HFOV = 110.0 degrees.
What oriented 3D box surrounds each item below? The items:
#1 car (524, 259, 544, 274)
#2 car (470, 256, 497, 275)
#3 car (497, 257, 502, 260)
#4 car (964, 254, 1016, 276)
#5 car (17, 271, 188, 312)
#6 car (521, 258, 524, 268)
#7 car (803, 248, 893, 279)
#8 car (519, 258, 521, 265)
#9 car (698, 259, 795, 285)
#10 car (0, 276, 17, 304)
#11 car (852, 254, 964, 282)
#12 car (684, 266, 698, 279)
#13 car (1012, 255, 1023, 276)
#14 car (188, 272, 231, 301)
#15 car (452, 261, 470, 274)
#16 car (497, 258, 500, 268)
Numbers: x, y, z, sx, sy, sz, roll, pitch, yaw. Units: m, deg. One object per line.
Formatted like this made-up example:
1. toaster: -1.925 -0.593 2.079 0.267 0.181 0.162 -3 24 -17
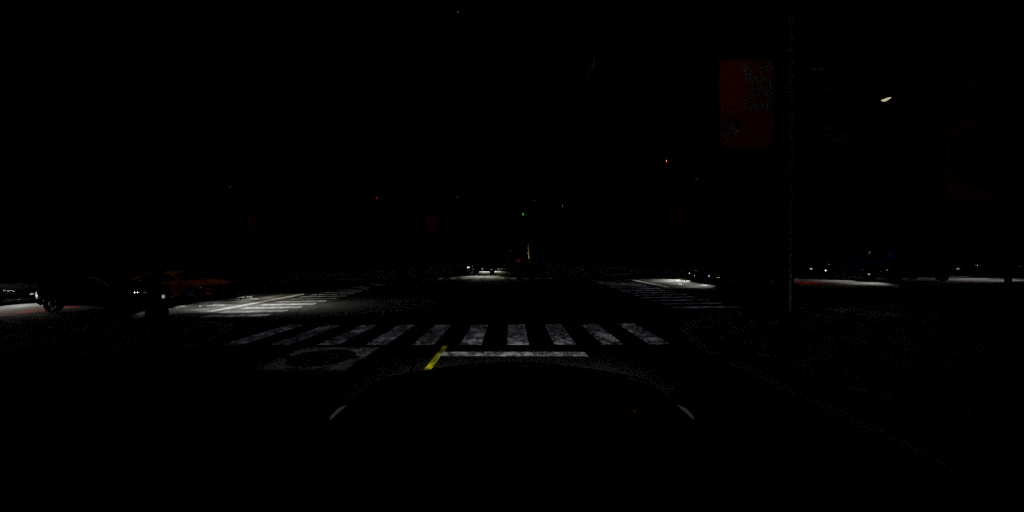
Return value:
1. car: 2.738 1.305 41.089 2.007 1.370 4.403 0 0 0
2. car: -3.121 0.976 40.441 2.150 2.045 5.566 0 0 0
3. car: -3.208 1.310 61.050 2.033 1.411 5.357 0 0 -1
4. car: 34.357 0.605 25.640 4.902 1.511 2.128 -1 0 0
5. car: -17.625 1.546 15.634 4.902 1.511 2.128 -1 0 2
6. car: 2.686 1.303 51.978 1.888 1.381 4.507 0 0 0
7. car: 24.137 0.510 25.636 5.566 2.045 2.150 -1 0 0
8. car: 2.661 1.311 57.422 2.007 1.370 4.403 0 0 0
9. car: 14.734 0.965 22.351 4.892 1.490 1.837 -1 0 2
10. car: -27.622 1.763 18.861 4.674 1.442 1.812 -1 0 0
11. car: 24.617 0.812 22.389 4.674 1.442 1.812 -1 0 0
12. car: 14.661 1.020 25.621 4.181 1.385 1.994 -1 0 0
13. car: 34.924 0.710 22.394 4.718 1.301 1.895 -1 0 0
14. car: -17.647 1.528 18.878 5.008 1.535 1.882 -1 0 2
15. car: -5.787 1.305 41.053 2.007 1.370 4.403 0 0 0
16. car: -3.169 1.322 50.480 1.994 1.385 4.181 0 0 -1
